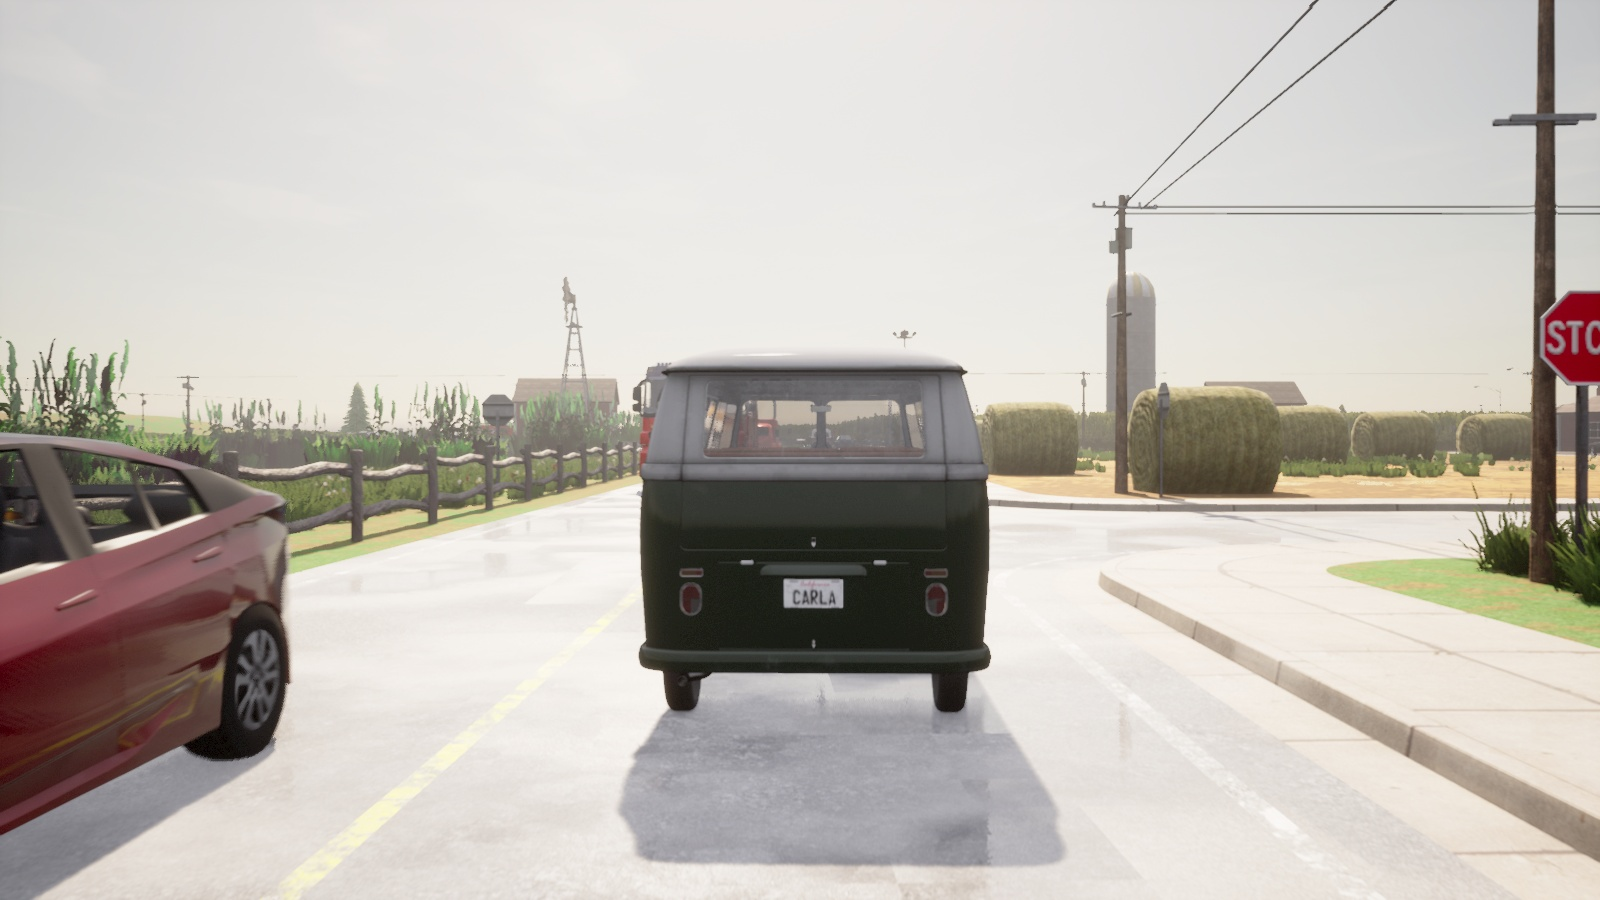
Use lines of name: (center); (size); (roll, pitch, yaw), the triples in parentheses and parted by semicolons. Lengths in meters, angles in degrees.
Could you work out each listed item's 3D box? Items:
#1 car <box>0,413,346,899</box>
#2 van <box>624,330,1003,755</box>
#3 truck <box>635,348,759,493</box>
car: (-3.426, 0.642, 4.348); (2.007, 1.525, 4.514); (0, 1, 1)
van: (0.117, 0.410, 8.115); (1.775, 1.987, 4.442); (0, 1, 1)
truck: (-2.864, -0.830, 37.584); (2.891, 3.827, 8.468); (0, 1, 1)
